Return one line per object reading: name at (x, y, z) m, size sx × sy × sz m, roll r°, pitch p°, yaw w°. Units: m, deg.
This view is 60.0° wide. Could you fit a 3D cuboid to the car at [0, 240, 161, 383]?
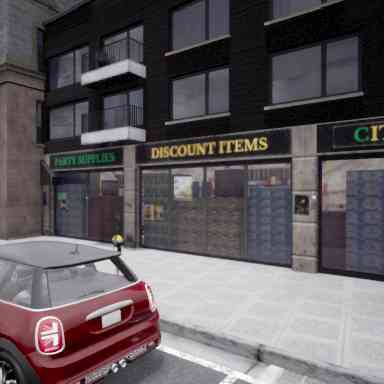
car at (-2.477, 1.440, 4.848) m, size 4.097 × 1.590 × 1.967 m, roll 0°, pitch 0°, yaw 36°
